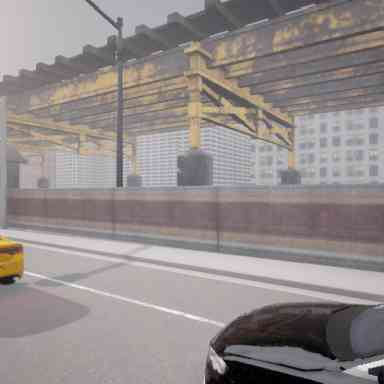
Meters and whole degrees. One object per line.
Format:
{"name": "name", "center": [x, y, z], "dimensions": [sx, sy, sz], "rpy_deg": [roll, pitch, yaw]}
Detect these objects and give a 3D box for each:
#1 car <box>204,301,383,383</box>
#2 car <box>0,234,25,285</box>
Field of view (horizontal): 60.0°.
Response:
{"name": "car", "center": [2.344, 1.501, 2.320], "dimensions": [4.902, 1.511, 2.128], "rpy_deg": [0, 0, 36]}
{"name": "car", "center": [-6.206, 1.502, 8.376], "dimensions": [5.008, 1.535, 1.882], "rpy_deg": [0, 0, 36]}
